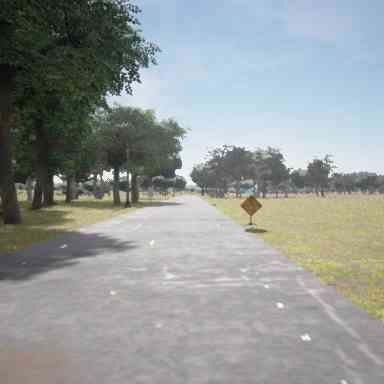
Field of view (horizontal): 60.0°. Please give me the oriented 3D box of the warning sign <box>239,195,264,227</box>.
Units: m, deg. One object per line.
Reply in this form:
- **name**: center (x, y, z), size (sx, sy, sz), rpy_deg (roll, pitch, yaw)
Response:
- **warning sign**: center (3.566, 1.105, 20.065), size (1.300, 1.860, 1.060), rpy_deg (1, 1, 0)
